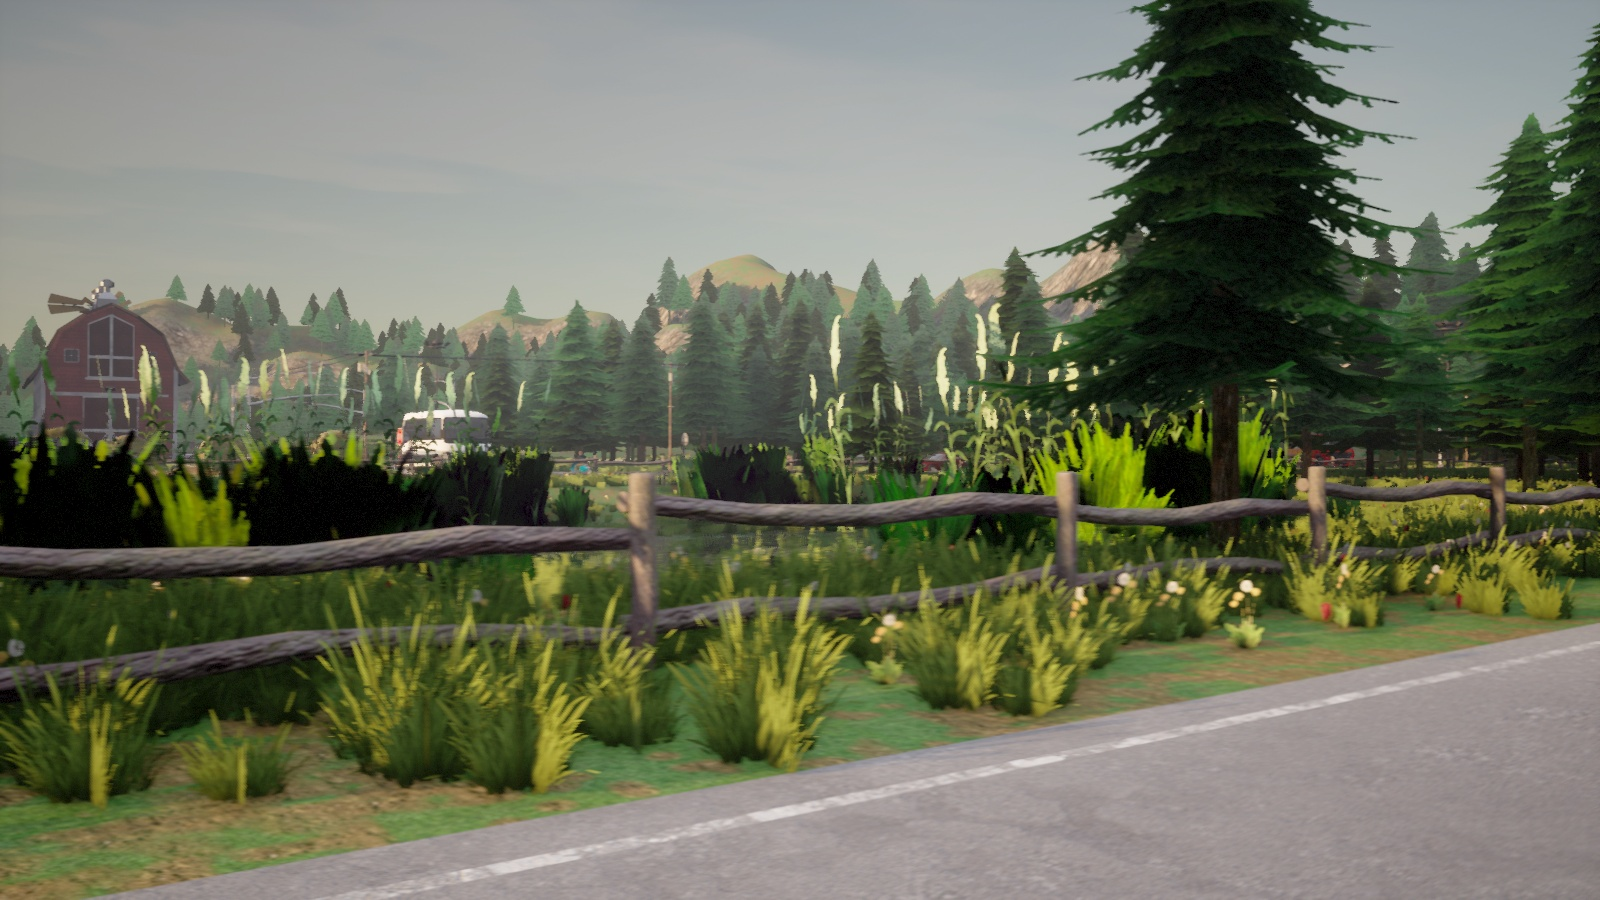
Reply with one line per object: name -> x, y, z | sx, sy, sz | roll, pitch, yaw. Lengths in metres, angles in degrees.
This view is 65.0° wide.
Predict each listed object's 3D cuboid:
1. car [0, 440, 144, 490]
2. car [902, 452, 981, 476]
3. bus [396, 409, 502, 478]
car -> -31.627, 0.631, 54.414 | 5.566, 2.045, 2.150 | 0, 0, -30
car -> 9.251, 0.873, 81.763 | 5.008, 1.535, 1.882 | 0, 0, -31
bus -> -23.146, -0.377, 82.318 | 3.944, 4.253, 10.273 | 0, 0, -32
